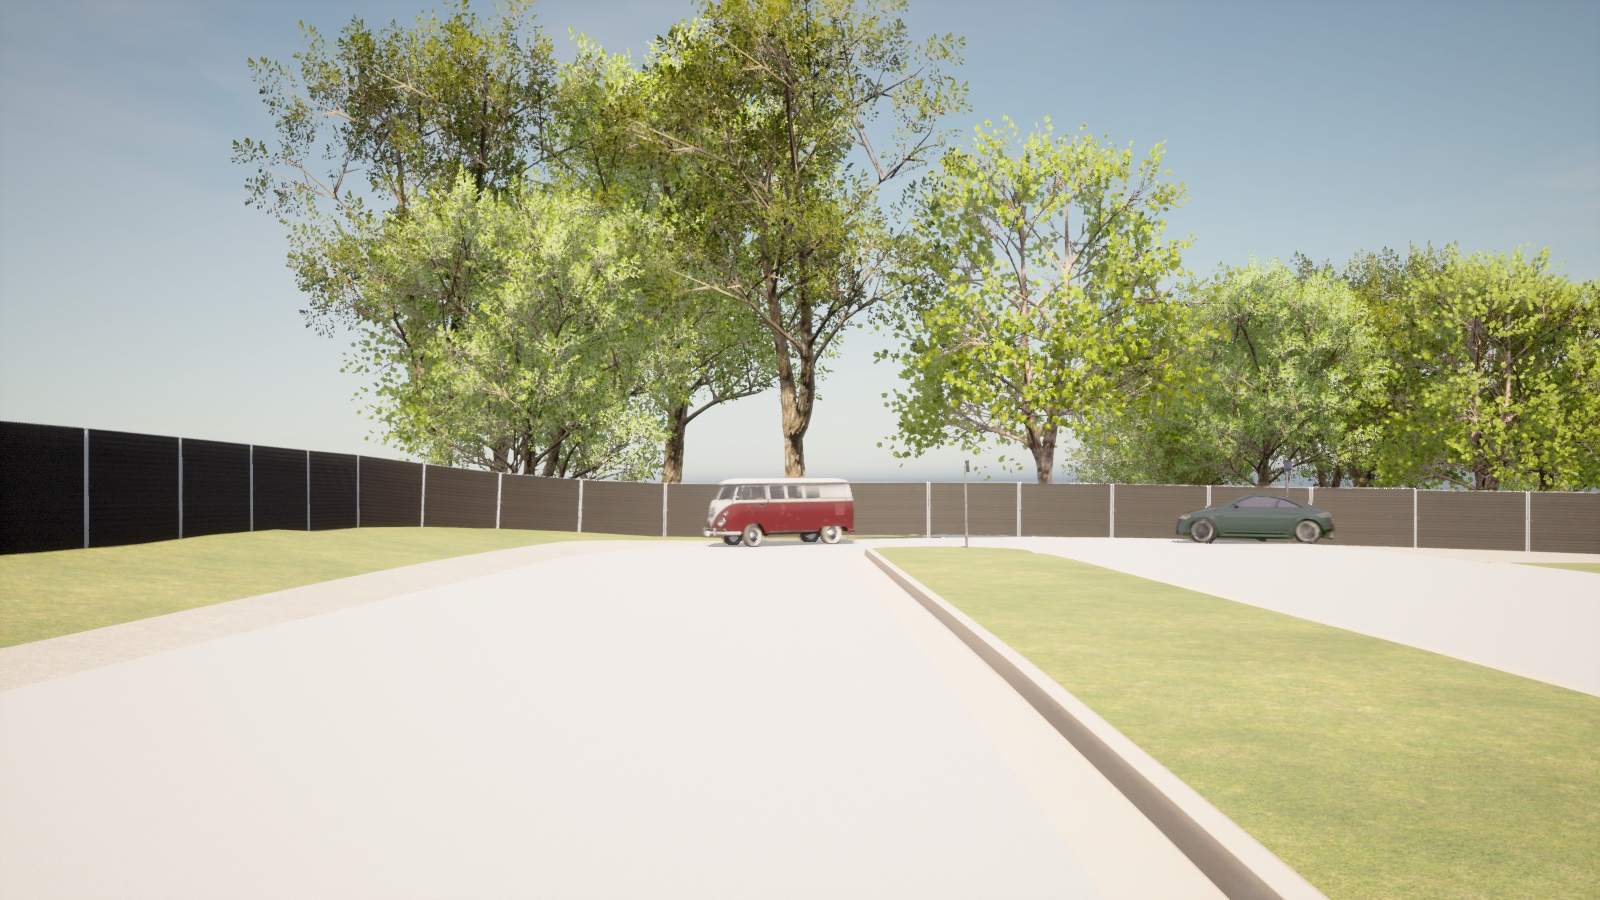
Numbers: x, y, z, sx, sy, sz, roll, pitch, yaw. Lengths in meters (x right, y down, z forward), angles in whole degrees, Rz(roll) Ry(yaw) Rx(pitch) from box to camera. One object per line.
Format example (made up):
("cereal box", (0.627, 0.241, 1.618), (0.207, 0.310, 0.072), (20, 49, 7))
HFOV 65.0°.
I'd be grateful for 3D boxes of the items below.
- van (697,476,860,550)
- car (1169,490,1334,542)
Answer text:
("van", (-0.620, 1.826, 37.024), (4.442, 1.987, 1.775), (0, -2, -27))
("car", (12.570, 1.810, 34.964), (4.181, 1.385, 1.994), (-1, -2, 23))
